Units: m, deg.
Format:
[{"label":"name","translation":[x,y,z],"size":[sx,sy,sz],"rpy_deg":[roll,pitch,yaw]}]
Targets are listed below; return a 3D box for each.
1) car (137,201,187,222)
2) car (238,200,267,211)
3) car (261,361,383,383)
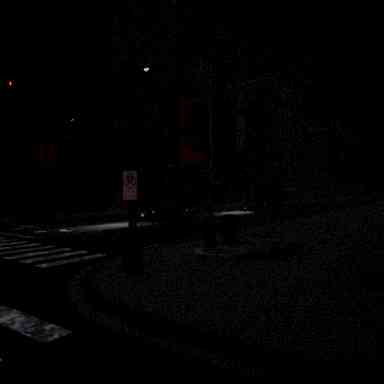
[{"label":"car","translation":[-2.351,1.523,27.250],"size":[2.128,1.511,4.902],"rpy_deg":[0,0,35]},{"label":"car","translation":[7.553,1.666,41.246],"size":[1.895,1.301,4.718],"rpy_deg":[0,0,35]},{"label":"car","translation":[2.176,1.551,1.294],"size":[4.403,1.369,2.008],"rpy_deg":[0,0,36]}]
